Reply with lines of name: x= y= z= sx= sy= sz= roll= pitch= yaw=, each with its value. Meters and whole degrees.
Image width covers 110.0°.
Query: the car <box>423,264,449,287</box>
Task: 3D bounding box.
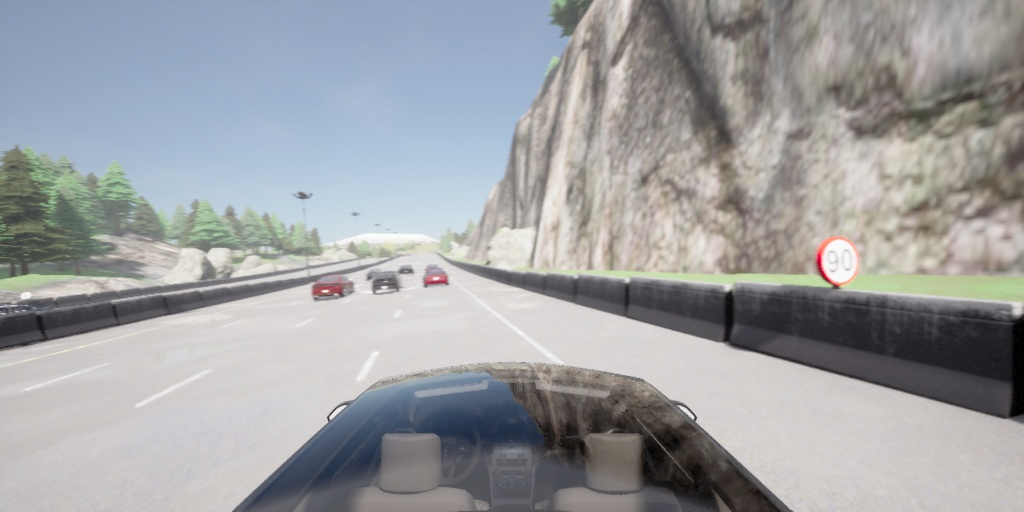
car: x=-6.206 y=1.669 z=29.193 sx=1.994 sy=1.385 sz=4.181 roll=-5 pitch=1 yaw=-13

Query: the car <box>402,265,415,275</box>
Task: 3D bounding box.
car: x=-14.667 y=1.940 z=50.103 sx=1.882 sy=1.535 sz=5.008 roll=-4 pitch=1 yaw=-13

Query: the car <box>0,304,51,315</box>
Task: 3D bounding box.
car: x=-24.957 y=3.138 z=16.967 sx=2.128 sy=1.511 sz=4.902 roll=-5 pitch=0 yaw=-13

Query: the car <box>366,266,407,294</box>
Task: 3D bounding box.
car: x=-9.216 y=1.866 z=26.691 sx=1.837 sy=1.490 sz=4.892 roll=-4 pitch=1 yaw=-13

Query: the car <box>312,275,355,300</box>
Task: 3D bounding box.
car: x=-12.480 y=2.099 z=25.300 sx=1.882 sy=1.535 sz=5.008 roll=-4 pitch=1 yaw=-13
